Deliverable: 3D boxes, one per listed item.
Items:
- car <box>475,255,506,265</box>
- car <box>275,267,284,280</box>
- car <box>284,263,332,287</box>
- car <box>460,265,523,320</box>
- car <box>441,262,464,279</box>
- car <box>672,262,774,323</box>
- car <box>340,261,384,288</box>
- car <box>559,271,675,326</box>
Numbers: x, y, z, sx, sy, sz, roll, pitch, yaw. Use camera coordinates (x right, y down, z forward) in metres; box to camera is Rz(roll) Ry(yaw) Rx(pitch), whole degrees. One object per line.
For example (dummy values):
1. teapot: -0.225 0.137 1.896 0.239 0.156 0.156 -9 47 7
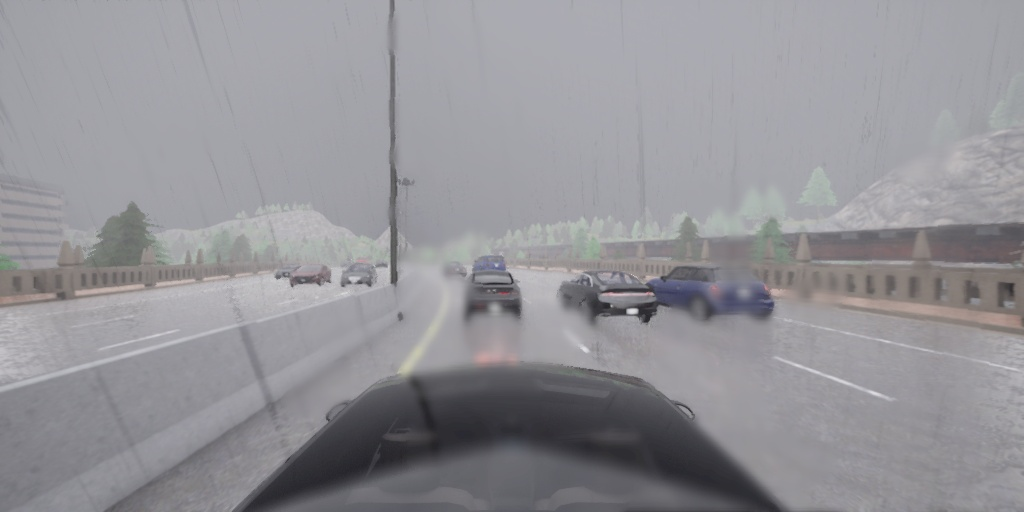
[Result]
1. car: -2.181 0.950 34.646 2.150 2.045 5.566 0 0 -18
2. car: -20.265 1.429 33.163 1.994 1.385 4.181 0 0 -18
3. car: -14.221 1.303 25.596 1.882 1.535 5.008 0 0 -16
4. car: -0.759 1.250 12.645 1.837 1.490 4.892 0 0 -7
5. car: -5.335 1.301 33.110 2.033 1.411 5.357 0 0 -18
6. car: 6.309 1.060 12.195 2.097 1.767 4.553 0 0 -6
7. car: -10.287 1.289 24.384 2.128 1.511 4.902 0 0 -15
8. car: 2.862 1.218 11.676 2.128 1.511 4.902 0 0 -6
